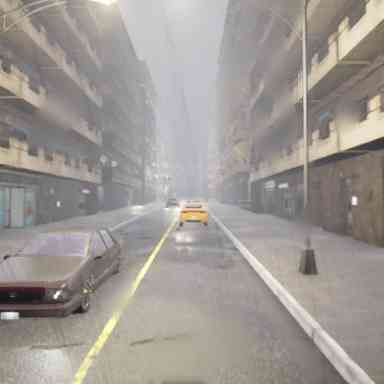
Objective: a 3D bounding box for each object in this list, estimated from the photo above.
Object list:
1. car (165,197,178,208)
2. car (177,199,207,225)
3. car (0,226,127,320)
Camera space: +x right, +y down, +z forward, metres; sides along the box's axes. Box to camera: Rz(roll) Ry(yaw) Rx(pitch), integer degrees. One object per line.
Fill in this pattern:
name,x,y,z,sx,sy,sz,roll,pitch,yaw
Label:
car,-2.829,1.585,48.795,1.837,1.490,4.892,0,0,0
car,0.101,1.508,24.241,1.882,1.535,5.008,0,0,0
car,-2.849,1.554,7.873,2.033,1.411,5.357,0,0,0
